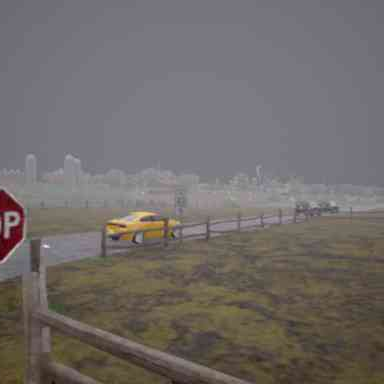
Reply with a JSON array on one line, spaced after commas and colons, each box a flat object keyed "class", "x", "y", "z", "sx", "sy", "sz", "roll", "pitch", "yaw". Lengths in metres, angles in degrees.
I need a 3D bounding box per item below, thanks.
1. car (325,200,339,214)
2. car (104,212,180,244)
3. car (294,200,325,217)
[{"class": "car", "x": 20.936, "y": 2.320, "z": 51.177, "sx": 2.150, "sy": 2.045, "sz": 5.566, "roll": 1, "pitch": 0, "yaw": 36}, {"class": "car", "x": -2.585, "y": 1.878, "z": 18.530, "sx": 1.882, "sy": 1.535, "sz": 5.008, "roll": 1, "pitch": 0, "yaw": 36}, {"class": "car", "x": 14.895, "y": 2.132, "z": 42.718, "sx": 2.150, "sy": 2.045, "sz": 5.566, "roll": 1, "pitch": 0, "yaw": 36}]
